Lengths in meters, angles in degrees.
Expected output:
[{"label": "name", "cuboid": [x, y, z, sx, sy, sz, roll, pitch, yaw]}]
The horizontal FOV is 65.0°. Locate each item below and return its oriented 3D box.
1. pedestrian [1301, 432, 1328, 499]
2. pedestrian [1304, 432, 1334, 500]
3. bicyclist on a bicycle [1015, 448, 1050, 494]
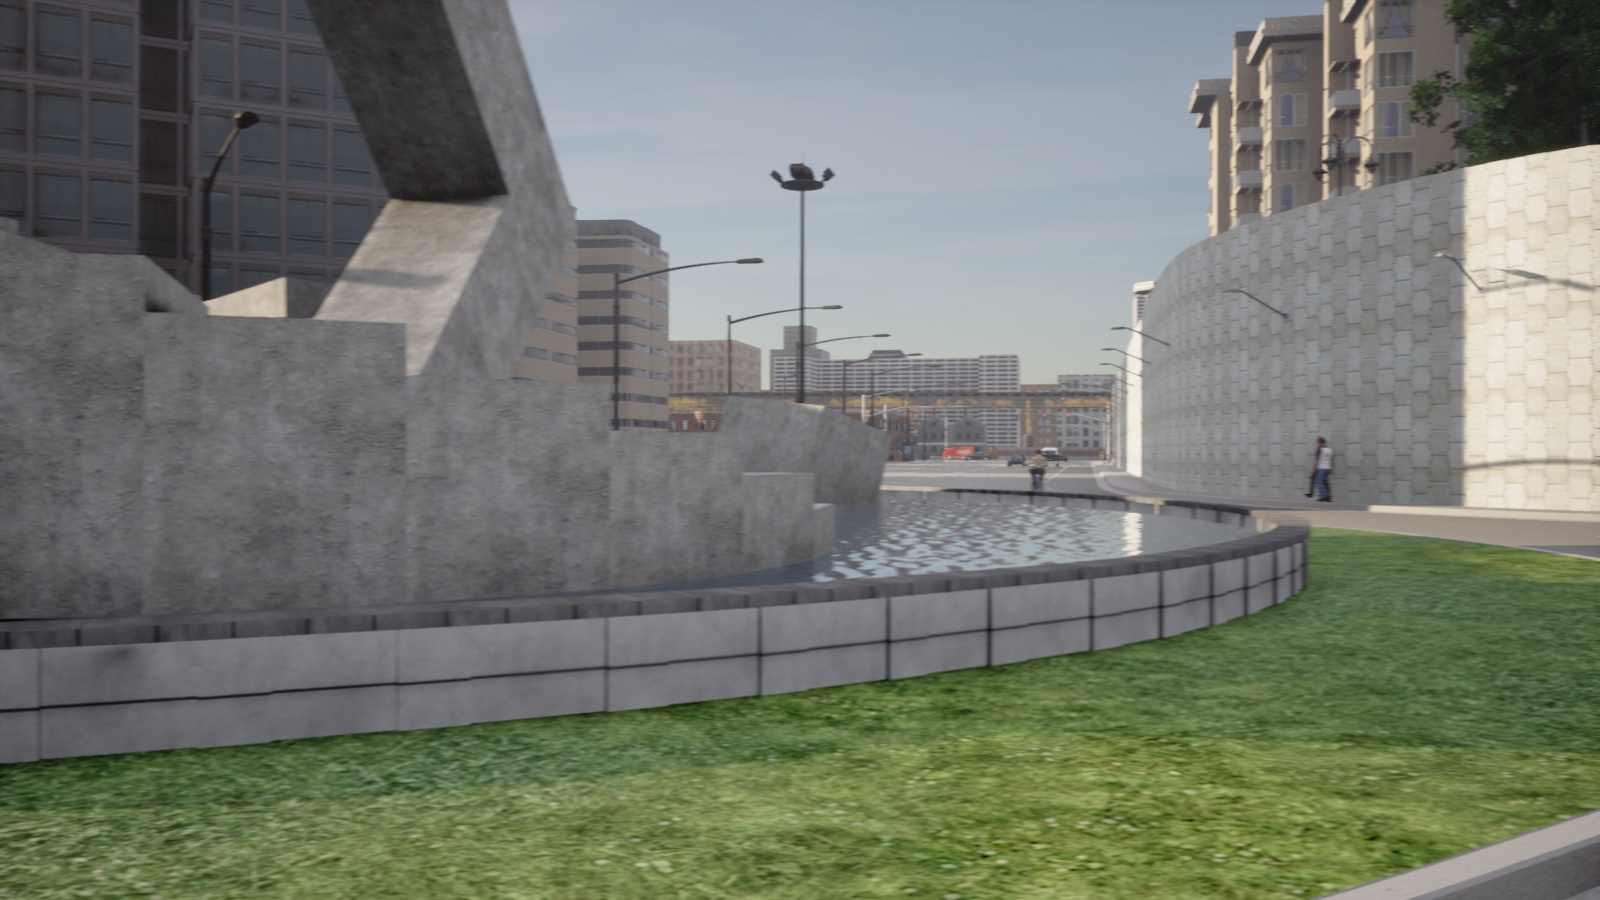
[{"label": "pedestrian", "cuboid": [14.263, 0.435, 34.835, 0.331, 1.846, 0.636, 0, 0, -26]}, {"label": "pedestrian", "cuboid": [14.126, 0.434, 34.186, 0.354, 1.836, 0.706, 0, 0, -20]}, {"label": "bicyclist on a bicycle", "cuboid": [8.235, 0.742, 44.517, 0.866, 1.612, 1.509, 1, 0, -4]}]
